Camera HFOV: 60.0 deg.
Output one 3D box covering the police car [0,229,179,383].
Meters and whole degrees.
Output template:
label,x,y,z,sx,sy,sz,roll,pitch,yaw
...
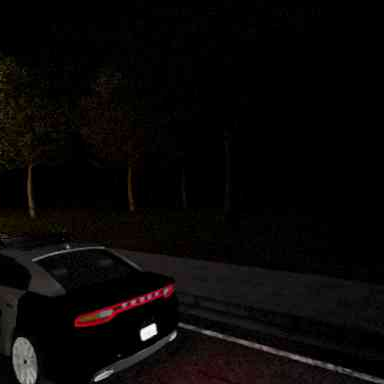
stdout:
label,x,y,z,sx,sy,sz,roll,pitch,yaw
police car,-2.618,1.471,5.434,5.238,1.638,1.930,-1,0,36
